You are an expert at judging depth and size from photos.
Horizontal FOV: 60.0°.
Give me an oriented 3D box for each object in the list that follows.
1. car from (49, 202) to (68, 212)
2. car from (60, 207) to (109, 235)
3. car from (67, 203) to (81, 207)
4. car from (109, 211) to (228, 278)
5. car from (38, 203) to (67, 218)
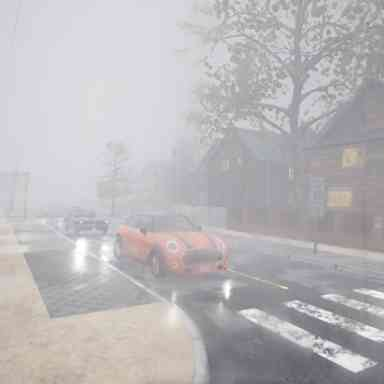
[{"bbox_3d":[-19.223,2.164,47.868,1.895,1.301,4.718,2,-2,-30],"label":"car"},{"bbox_3d":[-6.605,1.798,20.583,1.895,1.301,4.718,2,-1,-30],"label":"car"},{"bbox_3d":[-14.208,1.989,39.374,1.812,1.442,4.674,2,-2,-30],"label":"car"},{"bbox_3d":[-0.832,1.456,10.677,2.097,1.767,4.553,2,-1,-32],"label":"car"},{"bbox_3d":[-14.524,1.862,34.208,1.812,1.442,4.674,2,-1,-30],"label":"car"}]
